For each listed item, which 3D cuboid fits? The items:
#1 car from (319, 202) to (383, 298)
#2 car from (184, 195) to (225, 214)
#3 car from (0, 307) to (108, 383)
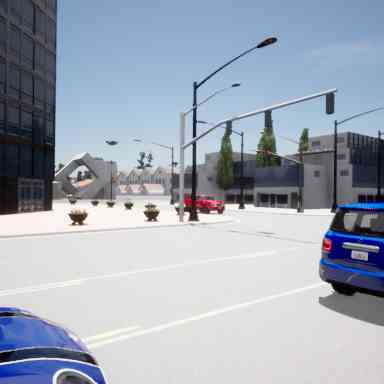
[{"bbox_3d":[5.200,1.239,7.507,5.566,2.045,2.150,0,0,-35],"label":"car"},{"bbox_3d":[1.299,1.314,36.715,2.150,2.045,5.566,1,-1,-35],"label":"car"},{"bbox_3d":[-2.729,1.352,1.796,4.553,1.767,2.097,0,0,-35],"label":"car"}]
